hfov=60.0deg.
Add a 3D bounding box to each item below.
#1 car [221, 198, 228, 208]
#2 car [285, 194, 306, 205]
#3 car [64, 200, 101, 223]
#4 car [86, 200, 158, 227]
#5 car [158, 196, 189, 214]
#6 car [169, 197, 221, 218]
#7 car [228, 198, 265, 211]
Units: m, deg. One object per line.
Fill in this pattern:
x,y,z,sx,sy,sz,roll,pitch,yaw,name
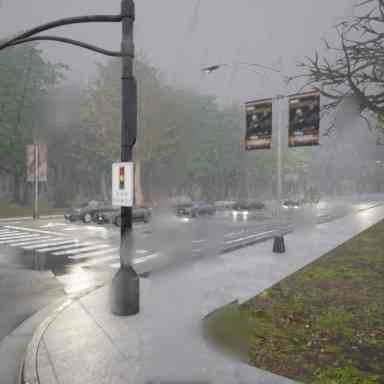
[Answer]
4.607,1.380,40.771,1.895,1.301,4.718,1,1,36,car
15.758,1.104,50.573,2.097,1.767,4.553,1,1,36,car
-7.022,1.380,24.581,1.837,1.490,4.892,1,1,36,car
-4.577,1.471,22.416,1.994,1.385,4.181,1,1,36,car
-1.653,1.183,32.058,2.097,1.767,4.553,1,1,36,car
0.335,1.431,29.222,1.994,1.385,4.181,1,1,38,car
6.543,1.362,37.907,2.033,1.411,5.357,1,1,35,car
